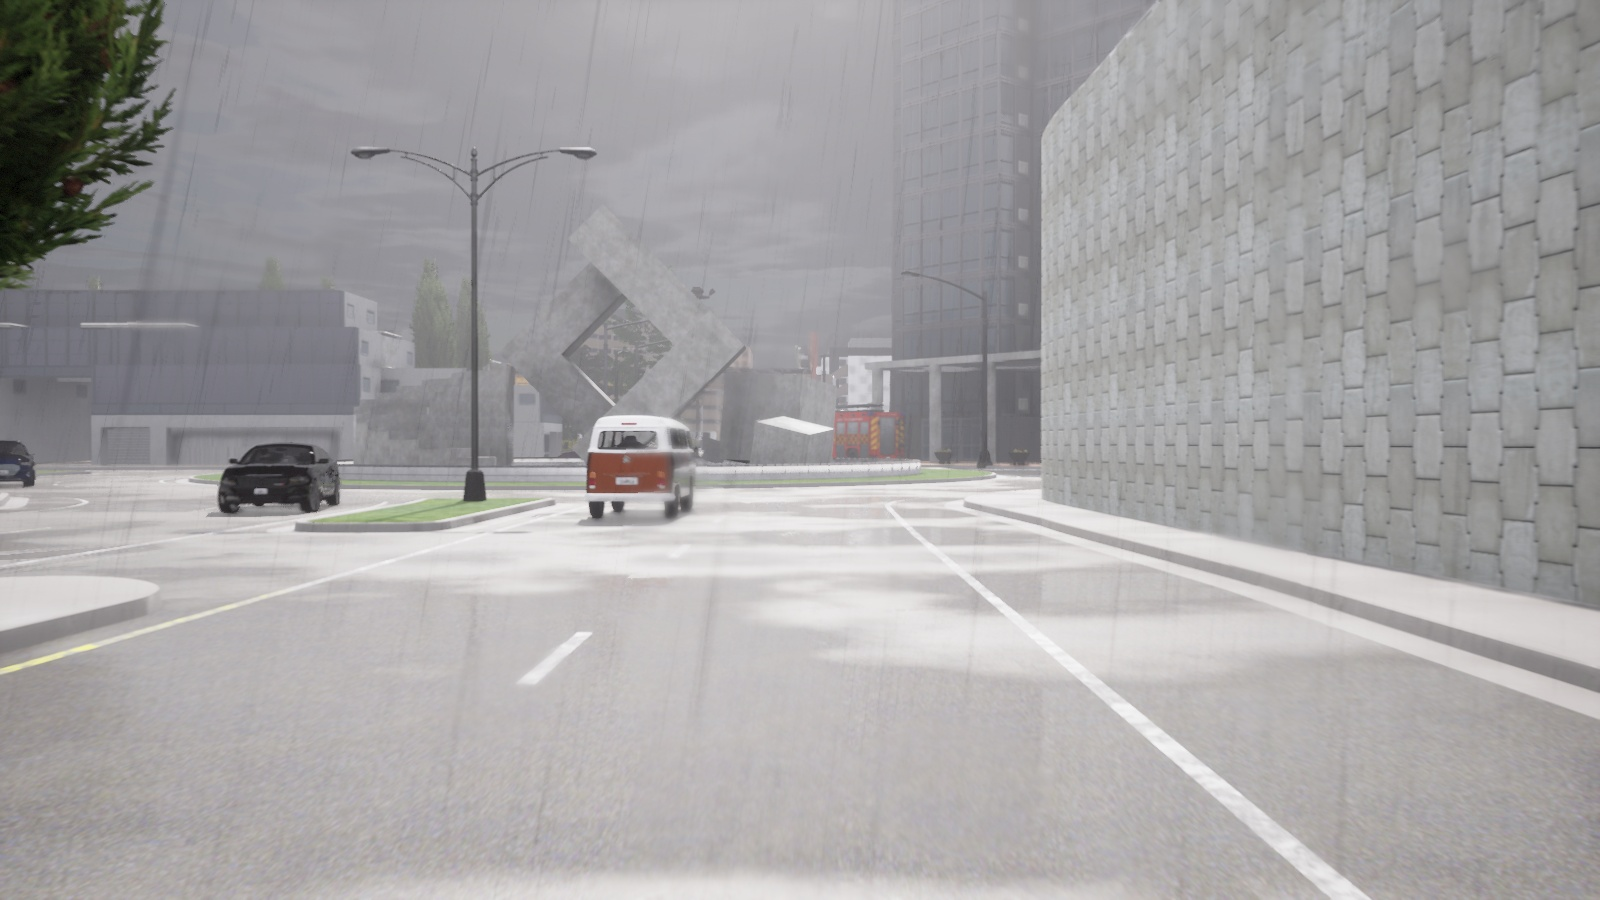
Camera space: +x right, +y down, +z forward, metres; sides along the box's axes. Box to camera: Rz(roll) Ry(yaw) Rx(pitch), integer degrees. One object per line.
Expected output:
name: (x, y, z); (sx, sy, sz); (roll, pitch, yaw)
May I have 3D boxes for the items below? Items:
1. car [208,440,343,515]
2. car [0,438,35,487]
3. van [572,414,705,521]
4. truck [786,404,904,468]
car: (-11.681, 0.555, 28.322); (1.882, 1.535, 5.008); (0, 0, -11)
car: (-27.884, 0.407, 43.805); (2.033, 1.649, 4.856); (0, 1, -31)
van: (-3.252, 0.320, 26.139); (2.069, 2.038, 4.480); (0, 0, 2)
truck: (2.698, -0.859, 78.712); (2.891, 3.827, 8.468); (0, 0, -35)
